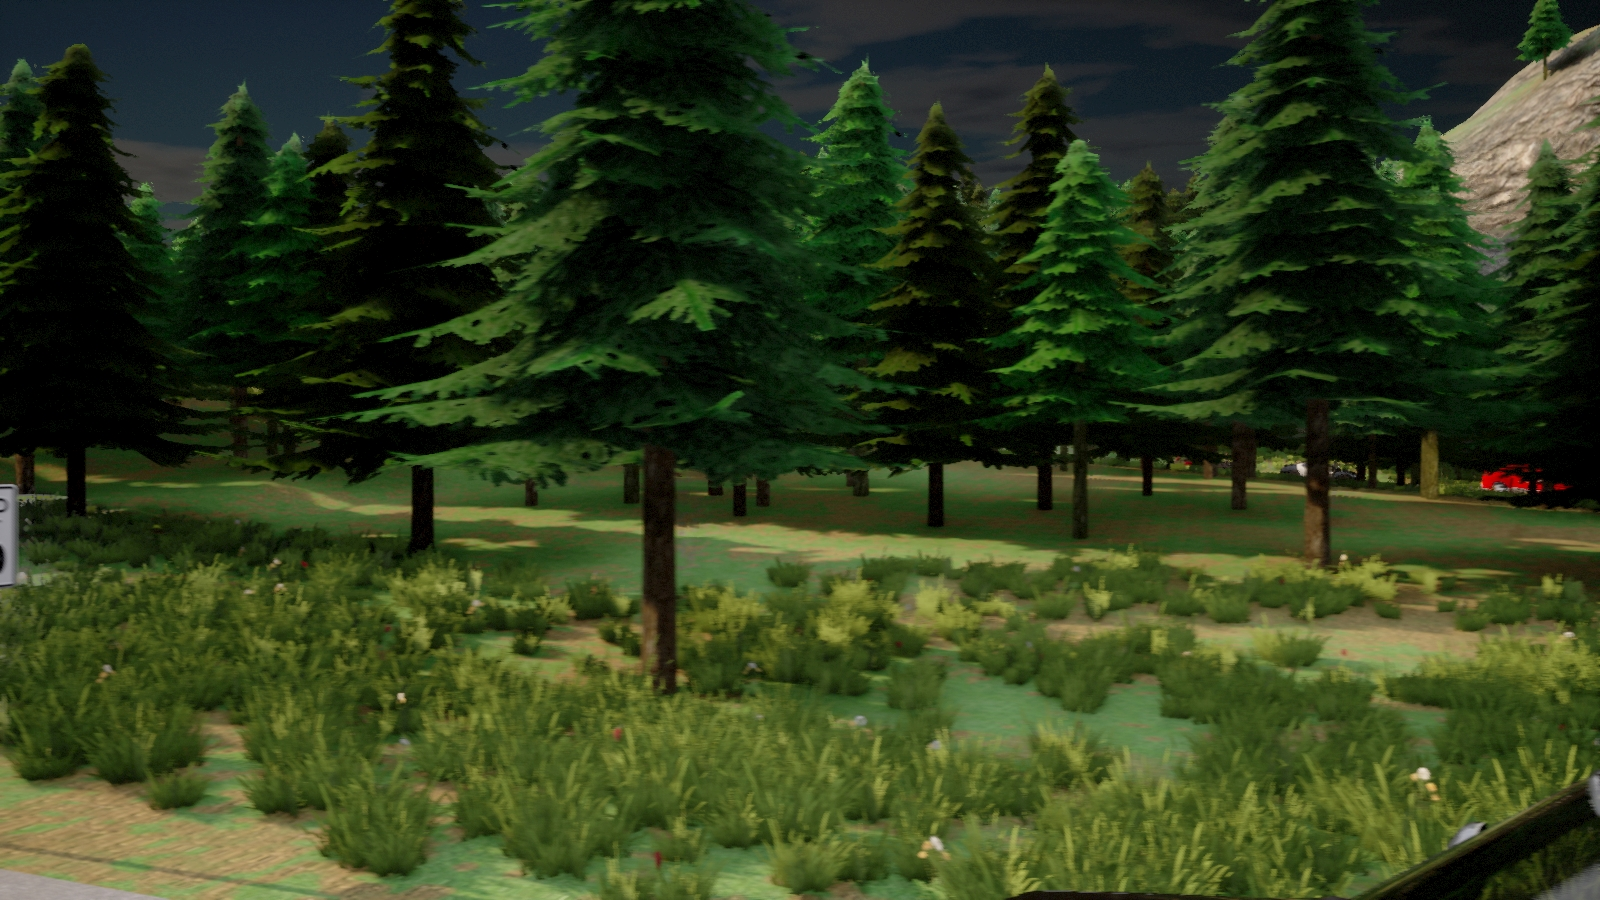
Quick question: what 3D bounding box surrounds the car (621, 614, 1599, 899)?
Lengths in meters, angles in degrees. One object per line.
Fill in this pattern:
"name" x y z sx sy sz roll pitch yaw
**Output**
"car" 2.624 1.639 2.363 5.566 2.045 2.150 0 0 20
